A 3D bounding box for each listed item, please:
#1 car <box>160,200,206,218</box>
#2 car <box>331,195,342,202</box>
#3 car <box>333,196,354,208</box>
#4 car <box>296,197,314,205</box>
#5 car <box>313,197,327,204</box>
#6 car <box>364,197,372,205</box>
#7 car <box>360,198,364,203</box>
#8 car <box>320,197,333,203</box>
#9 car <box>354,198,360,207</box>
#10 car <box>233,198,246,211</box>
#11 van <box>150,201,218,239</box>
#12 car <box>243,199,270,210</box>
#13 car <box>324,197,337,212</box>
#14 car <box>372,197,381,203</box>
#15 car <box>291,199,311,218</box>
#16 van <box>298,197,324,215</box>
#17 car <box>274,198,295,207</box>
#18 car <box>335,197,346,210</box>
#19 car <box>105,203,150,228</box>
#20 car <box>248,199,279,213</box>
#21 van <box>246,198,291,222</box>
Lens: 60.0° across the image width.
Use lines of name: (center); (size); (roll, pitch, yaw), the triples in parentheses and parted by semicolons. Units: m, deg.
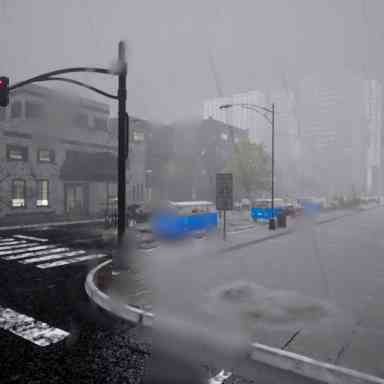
car: (-0.755, 1.558, 31.383); (1.752, 1.417, 4.829); (0, 0, 35)
car: (37.341, 1.713, 85.805); (1.967, 1.590, 4.097); (0, 0, 35)
car: (22.032, 1.497, 49.320); (2.192, 1.841, 5.009); (0, 0, 35)
car: (21.508, 1.706, 63.187); (1.887, 1.381, 4.507); (0, 0, 35)
car: (27.744, 1.729, 72.095); (1.752, 1.417, 4.829); (0, 0, 35)
car: (34.696, 1.810, 67.414); (1.887, 1.381, 4.507); (0, 0, 35)
car: (28.461, 1.748, 58.506); (1.752, 1.417, 4.829); (0, 0, 35)
car: (31.007, 1.792, 76.758); (1.947, 1.339, 4.313); (0, 0, 35)
car: (25.198, 1.517, 53.844); (2.192, 1.841, 5.009); (0, 0, 35)
car: (5.677, 1.507, 40.570); (1.967, 1.590, 4.097); (0, 0, 35)
van: (-0.135, 1.407, 17.655); (1.690, 1.788, 3.998); (0, 0, 35)
car: (8.842, 1.629, 45.094); (1.887, 1.381, 4.507); (0, 0, 35)
car: (15.795, 1.671, 40.412); (1.752, 1.417, 4.829); (0, 0, 35)
car: (44.196, 1.900, 80.984); (1.947, 1.339, 4.313); (0, 0, 35)
car: (9.363, 1.656, 31.225); (1.887, 1.381, 4.507); (0, 0, 35)
van: (12.531, 1.469, 35.749); (1.690, 1.788, 3.998); (0, 0, 35)
car: (15.175, 1.666, 54.140); (1.887, 1.381, 4.507); (0, 0, 35)
car: (18.863, 1.729, 44.796); (1.947, 1.339, 4.313); (0, 0, 35)
car: (-3.699, 1.533, 22.658); (1.837, 1.490, 4.892); (1, 0, 35)
car: (8.746, 1.596, 40.402); (1.837, 1.490, 4.892); (0, 0, 35)
van: (6.198, 1.436, 26.702); (1.690, 1.788, 3.998); (0, 0, 35)
